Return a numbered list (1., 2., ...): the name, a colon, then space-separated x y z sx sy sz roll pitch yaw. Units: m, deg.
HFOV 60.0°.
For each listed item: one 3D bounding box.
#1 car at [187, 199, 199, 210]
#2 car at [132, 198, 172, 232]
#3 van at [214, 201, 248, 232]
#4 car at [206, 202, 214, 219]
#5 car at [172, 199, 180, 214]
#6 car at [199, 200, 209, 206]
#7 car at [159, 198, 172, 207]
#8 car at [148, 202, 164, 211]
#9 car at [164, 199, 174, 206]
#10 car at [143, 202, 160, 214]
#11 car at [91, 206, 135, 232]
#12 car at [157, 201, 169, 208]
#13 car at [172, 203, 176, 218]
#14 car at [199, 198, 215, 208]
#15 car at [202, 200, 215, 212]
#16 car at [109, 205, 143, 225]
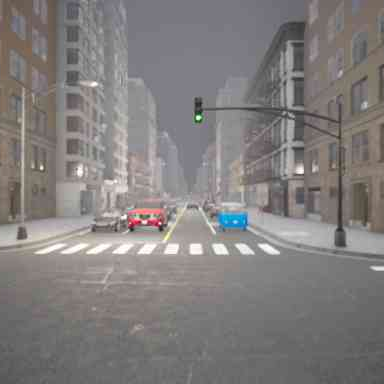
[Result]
1. car: 0.110 2.237 54.028 1.895 1.301 4.718 0 -1 0
2. car: -2.844 1.495 22.756 2.150 2.045 5.566 0 -1 0
3. van: 2.641 1.606 22.084 1.690 1.788 3.998 0 -1 0
4. car: 2.643 1.983 33.442 1.802 1.307 4.206 0 -1 0
5. car: -2.827 2.012 42.629 1.837 1.490 4.892 0 -1 0
6. car: 2.650 2.403 73.209 2.008 1.369 4.403 0 -1 0
7. car: -5.376 2.103 67.528 2.192 1.841 5.009 0 -1 0
8. car: -5.379 2.162 50.482 1.947 1.339 4.313 0 -1 0
9. car: -5.374 2.356 78.890 1.967 1.590 4.097 0 -1 0
10. car: -5.380 2.056 44.631 1.752 1.417 4.829 0 -1 0
11. car: -5.384 1.815 22.074 2.008 1.369 4.403 0 -1 0
12. car: -5.377 2.290 61.844 1.947 1.339 4.313 0 -1 0
13. car: -2.846 1.991 32.568 1.895 1.301 4.718 0 -1 0
14. car: 2.646 1.912 50.489 2.192 1.841 5.009 0 -1 0
15. car: 2.645 2.115 44.805 1.802 1.307 4.206 0 -1 0
16. car: -5.383 1.877 27.755 1.887 1.381 4.507 0 -1 0
